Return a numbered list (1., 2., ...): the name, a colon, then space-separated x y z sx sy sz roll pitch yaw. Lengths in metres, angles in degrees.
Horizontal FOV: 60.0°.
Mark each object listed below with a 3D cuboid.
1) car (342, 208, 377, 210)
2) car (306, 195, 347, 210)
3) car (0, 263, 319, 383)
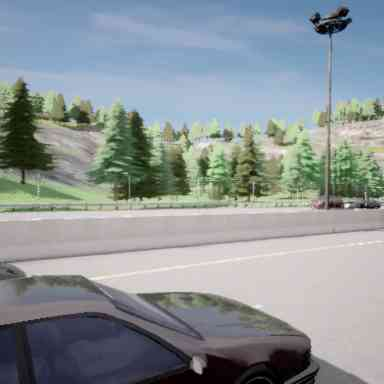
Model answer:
1. car: 19.835 1.471 38.841 4.902 1.511 2.128 1 0 -25
2. car: 16.696 1.251 41.231 4.553 1.767 2.097 1 1 -25
3. car: -1.313 1.492 2.723 5.357 1.411 2.033 1 1 -34
